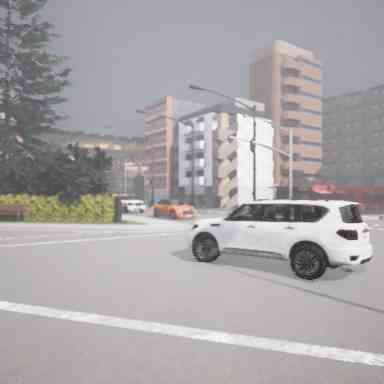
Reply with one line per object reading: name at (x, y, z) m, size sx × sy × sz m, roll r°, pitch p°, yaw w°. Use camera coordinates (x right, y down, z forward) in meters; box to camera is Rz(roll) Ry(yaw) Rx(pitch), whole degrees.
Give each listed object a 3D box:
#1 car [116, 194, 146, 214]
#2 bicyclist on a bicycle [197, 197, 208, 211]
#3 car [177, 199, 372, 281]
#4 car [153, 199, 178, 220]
car at (-7.156, 1.268, 37.122) m, size 2.150 × 2.045 × 5.566 m, roll 0°, pitch 0°, yaw -35°
bicyclist on a bicycle at (1.198, 1.364, 38.222) m, size 1.656 × 1.620 × 0.582 m, roll 0°, pitch 0°, yaw -35°
car at (2.438, 1.253, 10.343) m, size 5.566 × 2.045 × 2.150 m, roll 0°, pitch -2°, yaw 39°
car at (-1.528, 1.399, 29.085) m, size 2.097 × 1.767 × 4.553 m, roll 0°, pitch 0°, yaw -35°
